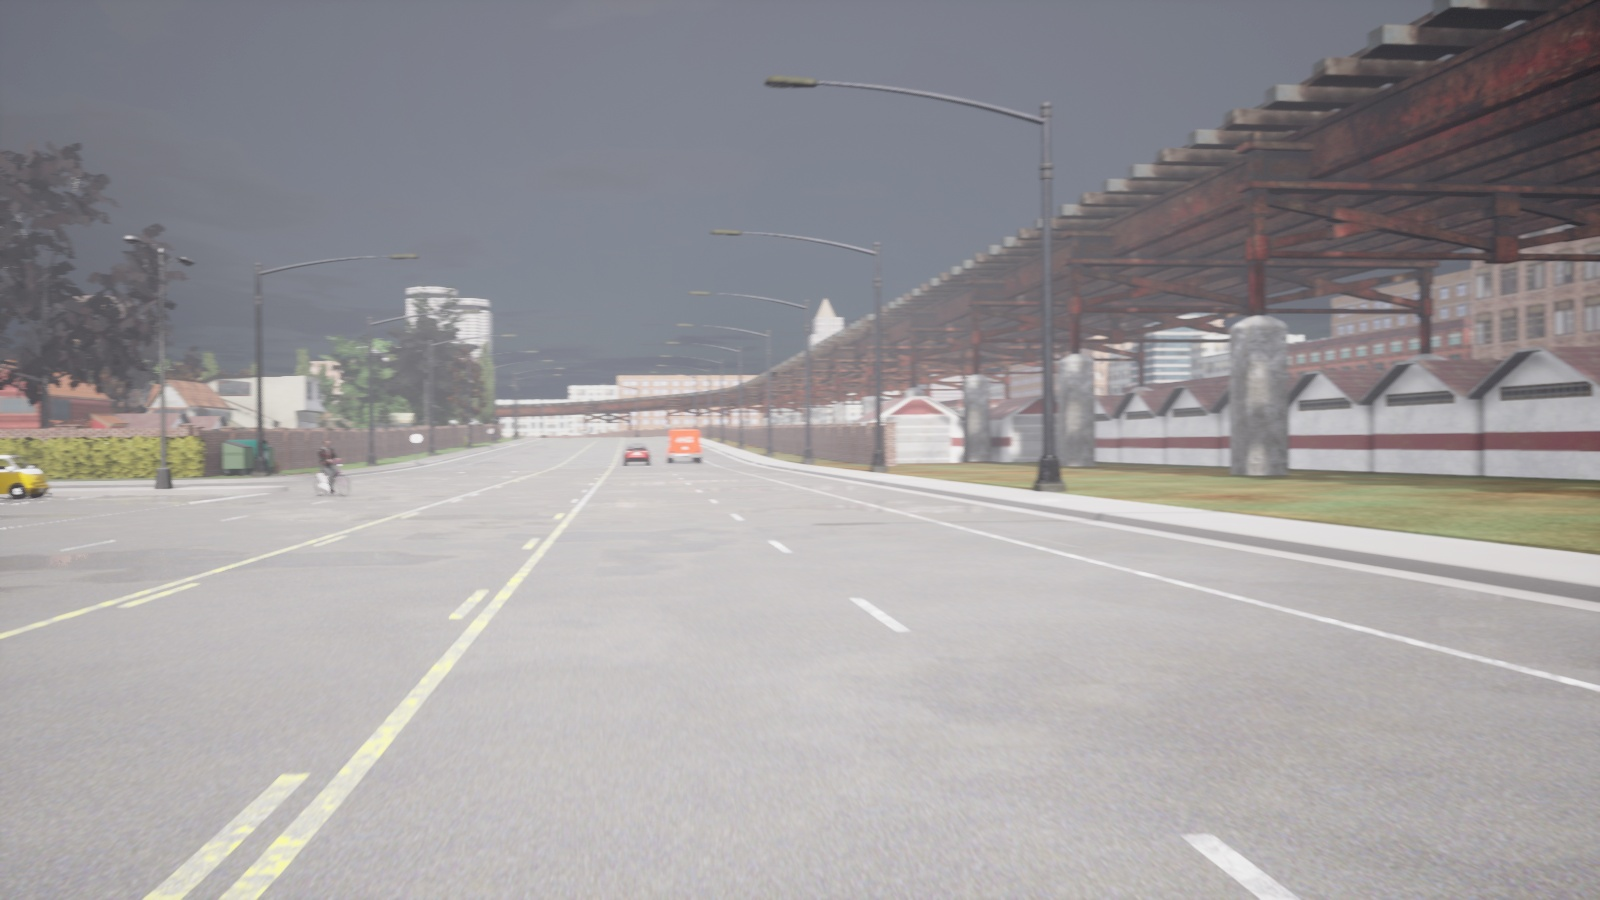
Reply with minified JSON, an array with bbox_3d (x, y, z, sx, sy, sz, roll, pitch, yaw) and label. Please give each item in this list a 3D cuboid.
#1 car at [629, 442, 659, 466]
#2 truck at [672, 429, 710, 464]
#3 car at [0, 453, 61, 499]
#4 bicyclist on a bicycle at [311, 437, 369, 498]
[{"bbox_3d":[-10.875,0.247,87.254,2.007,1.525,4.514,-1,1,-7],"label":"car"},{"bbox_3d":[-8.166,-0.318,93.603,2.627,2.467,5.204,-1,1,-7],"label":"truck"},{"bbox_3d":[-24.327,0.800,38.734,2.207,1.376,1.481,-1,0,-8],"label":"car"},{"bbox_3d":[-13.869,0.533,37.840,1.843,1.776,0.659,-1,2,36],"label":"bicyclist on a bicycle"}]
